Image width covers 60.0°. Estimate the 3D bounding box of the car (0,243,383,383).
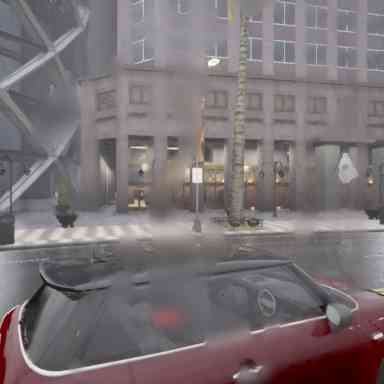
[{"bbox_3d":[0.417,1.352,3.503,4.553,1.767,2.097,0,0,-28],"label":"car"}]
